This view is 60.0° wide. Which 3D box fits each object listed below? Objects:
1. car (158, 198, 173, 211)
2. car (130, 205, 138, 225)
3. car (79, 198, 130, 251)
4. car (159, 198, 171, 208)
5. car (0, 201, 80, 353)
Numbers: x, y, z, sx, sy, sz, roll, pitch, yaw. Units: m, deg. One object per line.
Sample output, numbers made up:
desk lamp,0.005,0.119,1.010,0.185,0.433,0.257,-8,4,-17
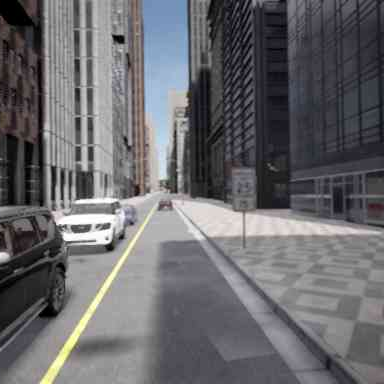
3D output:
car,-3.462,1.606,43.251,1.837,1.490,4.892,-1,0,-5
car,-5.148,1.674,25.326,2.033,1.411,5.357,-1,0,-5
car,-4.279,1.320,14.868,2.150,2.045,5.566,-1,0,-5
car,-4.299,1.700,53.153,1.895,1.301,4.718,-1,0,-5
car,-3.416,1.286,4.596,2.150,2.045,5.566,-1,0,-5
